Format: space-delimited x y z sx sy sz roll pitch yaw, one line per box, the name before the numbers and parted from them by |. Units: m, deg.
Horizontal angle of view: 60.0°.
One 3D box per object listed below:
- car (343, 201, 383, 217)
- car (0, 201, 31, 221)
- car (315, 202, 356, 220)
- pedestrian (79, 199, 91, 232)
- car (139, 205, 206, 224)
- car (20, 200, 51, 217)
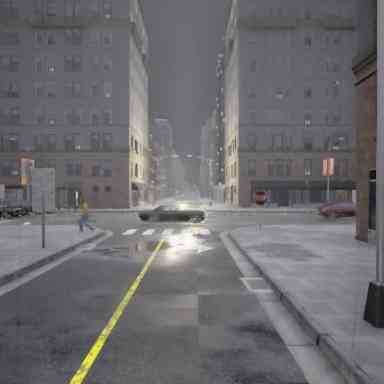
car | 17.029 1.523 30.579 5.357 1.411 2.033 0 0 0
car | -16.201 1.627 27.133 4.718 1.301 1.895 0 0 0
car | 12.515 1.511 27.127 4.674 1.442 1.812 0 0 0
pedestrian | -5.576 1.142 17.201 0.375 1.860 0.375 0 0 0
car | -1.330 1.607 23.879 4.718 1.301 1.895 0 0 0
car | -15.655 1.500 30.585 5.008 1.535 1.882 0 0 0
